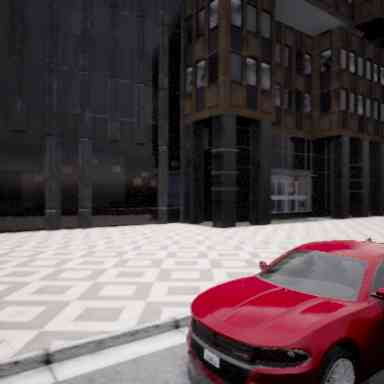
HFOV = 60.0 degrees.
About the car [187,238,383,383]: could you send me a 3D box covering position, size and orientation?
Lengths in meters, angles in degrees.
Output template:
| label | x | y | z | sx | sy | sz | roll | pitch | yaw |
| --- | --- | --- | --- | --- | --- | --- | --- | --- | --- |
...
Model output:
| label | x | y | z | sx | sy | sz | roll | pitch | yaw |
| --- | --- | --- | --- | --- | --- | --- | --- | --- | --- |
| car | 2.236 | 1.510 | 4.976 | 5.008 | 1.535 | 1.882 | 1 | 0 | -36 |
